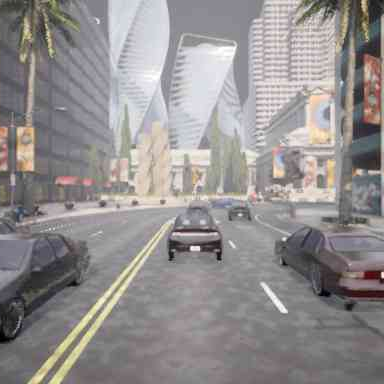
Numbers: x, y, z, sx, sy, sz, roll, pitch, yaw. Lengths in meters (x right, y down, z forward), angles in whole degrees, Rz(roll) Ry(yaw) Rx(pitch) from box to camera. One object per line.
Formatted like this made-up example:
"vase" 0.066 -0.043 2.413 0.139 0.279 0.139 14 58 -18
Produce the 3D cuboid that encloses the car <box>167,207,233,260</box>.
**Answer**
"car" 0.100 1.526 12.613 2.128 1.511 4.902 0 0 0

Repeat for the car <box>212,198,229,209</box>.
"car" 5.175 1.611 49.388 1.882 1.535 5.008 0 -1 38

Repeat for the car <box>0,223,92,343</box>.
"car" -3.600 1.566 6.730 2.033 1.411 5.357 0 0 0

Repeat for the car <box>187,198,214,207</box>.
"car" 0.620 1.583 28.955 1.837 1.490 4.892 0 0 6

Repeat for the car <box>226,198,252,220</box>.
"car" 4.126 1.583 28.947 1.837 1.490 4.892 0 0 7

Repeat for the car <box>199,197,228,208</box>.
"car" 3.497 1.635 52.869 2.128 1.511 4.902 0 0 40

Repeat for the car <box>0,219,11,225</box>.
"car" -7.095 1.576 10.630 2.033 1.411 5.357 0 0 0

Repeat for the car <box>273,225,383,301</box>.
"car" 3.600 1.571 8.583 2.033 1.411 5.357 0 0 0
